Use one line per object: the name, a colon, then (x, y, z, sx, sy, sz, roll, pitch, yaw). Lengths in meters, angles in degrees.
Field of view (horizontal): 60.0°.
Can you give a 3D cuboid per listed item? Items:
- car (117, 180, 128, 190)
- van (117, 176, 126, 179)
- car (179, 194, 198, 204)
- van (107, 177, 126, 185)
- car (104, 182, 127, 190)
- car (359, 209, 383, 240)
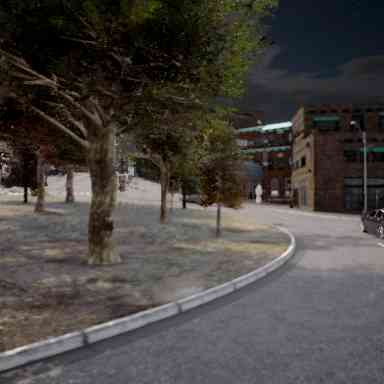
car: (-16.540, -1.127, 71.627, 4.892, 1.521, 2.231, -1, 5, -31)
van: (-18.263, -2.136, 80.588, 4.442, 1.987, 1.878, -1, 5, -31)
car: (0.768, 0.938, 43.437, 5.357, 1.411, 2.033, 3, 1, 39)
van: (-20.297, -2.912, 89.375, 4.442, 1.987, 1.878, -1, 6, -31)
car: (-17.143, -1.348, 74.601, 4.674, 1.452, 2.002, -1, 6, -31)
car: (10.614, 1.655, 17.924, 1.837, 1.490, 4.892, 0, 0, 9)
